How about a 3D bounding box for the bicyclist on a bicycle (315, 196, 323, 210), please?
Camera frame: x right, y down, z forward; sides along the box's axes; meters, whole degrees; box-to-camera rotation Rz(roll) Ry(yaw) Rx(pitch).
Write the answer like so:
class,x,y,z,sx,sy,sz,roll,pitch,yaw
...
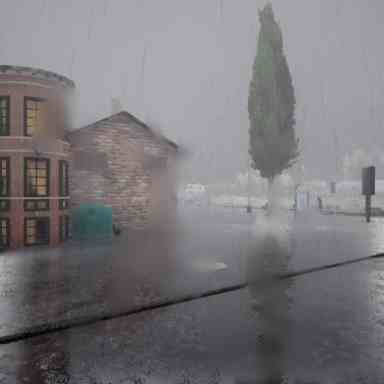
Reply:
class,x,y,z,sx,sy,sz,roll,pitch,yaw
bicyclist on a bicycle,15.350,1.349,40.171,1.656,1.620,0.582,0,0,-36
